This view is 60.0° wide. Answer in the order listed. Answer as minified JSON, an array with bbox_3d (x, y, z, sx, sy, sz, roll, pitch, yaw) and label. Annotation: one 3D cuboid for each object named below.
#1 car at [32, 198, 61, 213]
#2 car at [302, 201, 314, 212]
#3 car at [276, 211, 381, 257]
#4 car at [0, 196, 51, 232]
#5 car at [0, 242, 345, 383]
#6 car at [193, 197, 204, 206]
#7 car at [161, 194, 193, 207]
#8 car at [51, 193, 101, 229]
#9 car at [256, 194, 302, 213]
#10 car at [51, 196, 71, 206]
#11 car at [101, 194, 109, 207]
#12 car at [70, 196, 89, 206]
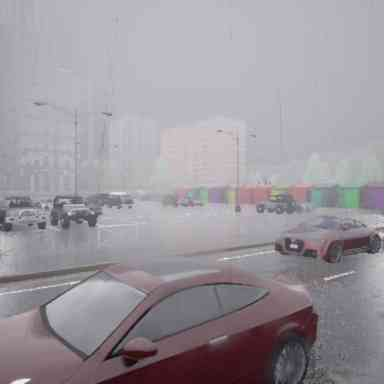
[{"bbox_3d":[-15.808,1.395,36.069,1.970,1.475,3.806,0,0,-37],"label":"car"},{"bbox_3d":[10.519,1.395,34.157,1.970,1.475,3.806,0,0,-37],"label":"car"},{"bbox_3d":[4.904,1.565,11.886,4.181,1.385,1.994,0,0,-36],"label":"car"},{"bbox_3d":[-9.740,1.153,18.814,1.932,1.855,4.605,0,0,-37],"label":"car"},{"bbox_3d":[-0.491,1.526,3.583,4.674,1.442,1.812,0,0,-37],"label":"car"},{"bbox_3d":[-0.058,1.364,48.058,1.784,1.438,3.905,0,0,-37],"label":"car"},{"bbox_3d":[-2.404,1.153,46.358,1.932,1.855,4.605,0,0,-37],"label":"car"},{"bbox_3d":[-7.401,1.156,20.521,1.905,1.878,3.866,0,0,-37],"label":"car"},{"bbox_3d":[8.206,1.156,32.415,1.905,1.878,3.866,0,0,-37],"label":"car"},{"bbox_3d":[-20.345,1.395,51.585,1.970,1.475,3.806,0,0,-37],"label":"car"},{"bbox_3d":[-15.932,1.153,54.998,1.932,1.855,4.605,0,0,-37],"label":"car"},{"bbox_3d":[-18.038,1.364,53.335,1.784,1.438,3.905,0,0,-37],"label":"car"}]
